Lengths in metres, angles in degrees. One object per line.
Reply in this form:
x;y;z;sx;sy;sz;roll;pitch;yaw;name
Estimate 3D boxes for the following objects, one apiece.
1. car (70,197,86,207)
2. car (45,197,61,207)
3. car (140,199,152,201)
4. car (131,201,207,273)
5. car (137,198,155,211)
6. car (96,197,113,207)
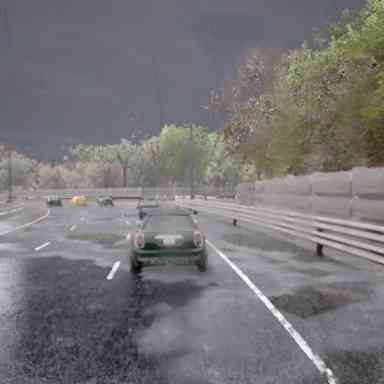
-18.780;1.566;54.715;1.882;1.535;5.008;0;0;-31;car
-22.739;1.604;54.494;1.882;1.535;5.008;0;0;-32;car
-3.619;1.480;28.443;2.128;1.511;4.902;-1;0;-11;car
-0.804;1.343;10.948;2.097;1.767;4.553;-1;0;-6;car
-5.763;1.549;42.208;1.994;1.385;4.181;-1;0;-4;car
-14.045;1.550;53.463;1.837;1.490;4.892;0;0;-28;car
